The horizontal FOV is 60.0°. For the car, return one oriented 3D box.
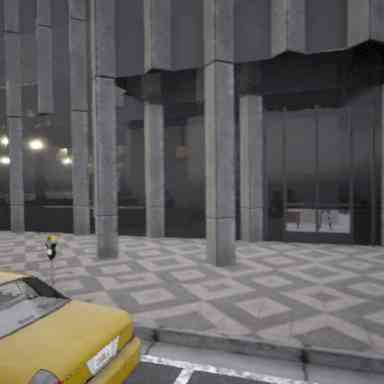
[{"bbox_3d":[-2.994,1.462,3.727,4.829,1.417,1.752,0,2,18],"label":"car"}]
